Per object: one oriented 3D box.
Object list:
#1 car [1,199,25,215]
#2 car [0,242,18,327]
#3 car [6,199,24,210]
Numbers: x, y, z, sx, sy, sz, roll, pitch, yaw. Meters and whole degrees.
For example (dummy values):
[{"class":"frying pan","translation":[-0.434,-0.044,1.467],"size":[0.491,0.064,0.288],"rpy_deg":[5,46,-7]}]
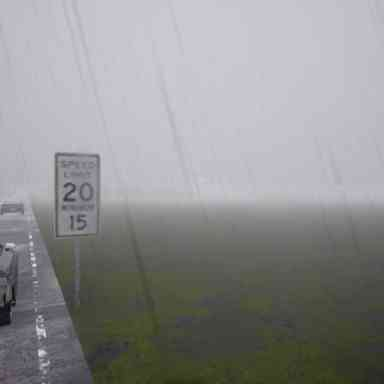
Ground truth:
[{"class":"car","translation":[-17.919,1.454,33.393],"size":[1.882,1.535,5.008],"rpy_deg":[0,0,-26]},{"class":"car","translation":[-4.554,1.562,6.526],"size":[1.994,1.385,4.181],"rpy_deg":[0,0,-27]},{"class":"car","translation":[-22.649,1.558,42.763],"size":[1.895,1.301,4.718],"rpy_deg":[0,0,-26]}]
